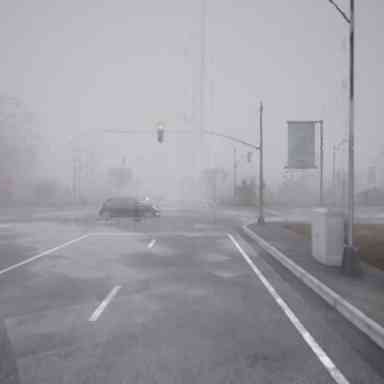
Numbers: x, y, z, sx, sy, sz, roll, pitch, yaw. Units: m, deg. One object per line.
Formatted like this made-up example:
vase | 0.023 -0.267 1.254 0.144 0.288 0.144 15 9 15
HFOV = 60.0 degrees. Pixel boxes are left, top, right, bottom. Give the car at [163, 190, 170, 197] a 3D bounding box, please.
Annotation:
car | -6.464 0.385 81.581 2.097 1.767 4.553 0 1 0

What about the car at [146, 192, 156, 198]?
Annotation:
car | -9.963 0.631 81.421 1.895 1.301 4.718 0 1 0

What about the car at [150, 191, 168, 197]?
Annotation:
car | -6.539 1.005 65.221 2.033 1.411 5.357 0 1 1

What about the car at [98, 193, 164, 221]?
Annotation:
car | -4.600 1.148 24.980 4.553 1.767 2.097 0 0 -3
